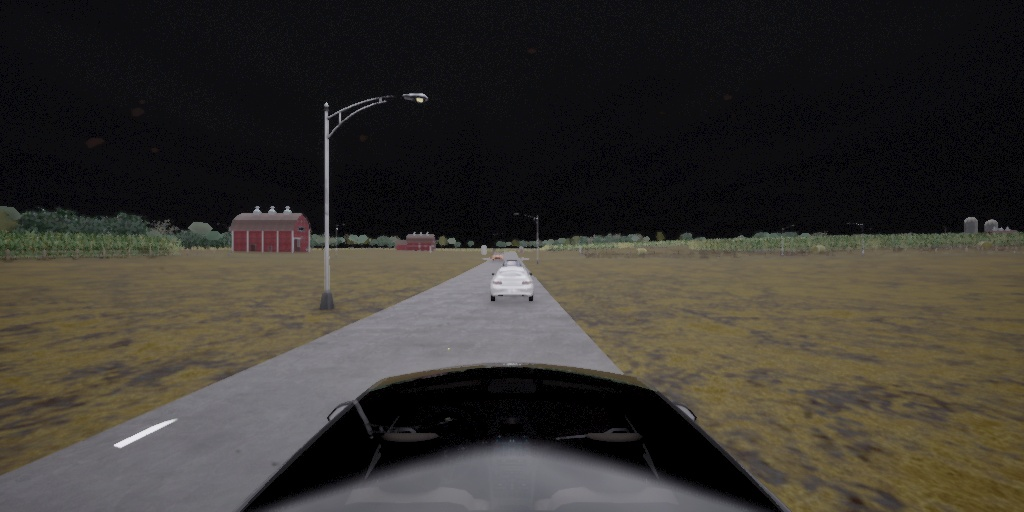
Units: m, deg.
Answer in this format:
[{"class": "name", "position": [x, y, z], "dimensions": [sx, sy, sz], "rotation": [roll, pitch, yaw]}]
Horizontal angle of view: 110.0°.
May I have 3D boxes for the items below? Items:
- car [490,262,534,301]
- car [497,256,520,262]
[{"class": "car", "position": [0.000, 1.200, 16.494], "dimensions": [1.812, 1.442, 4.674], "rotation": [0, 1, 0]}, {"class": "car", "position": [0.000, 1.012, 31.490], "dimensions": [2.033, 1.411, 5.357], "rotation": [0, 1, 0]}]
